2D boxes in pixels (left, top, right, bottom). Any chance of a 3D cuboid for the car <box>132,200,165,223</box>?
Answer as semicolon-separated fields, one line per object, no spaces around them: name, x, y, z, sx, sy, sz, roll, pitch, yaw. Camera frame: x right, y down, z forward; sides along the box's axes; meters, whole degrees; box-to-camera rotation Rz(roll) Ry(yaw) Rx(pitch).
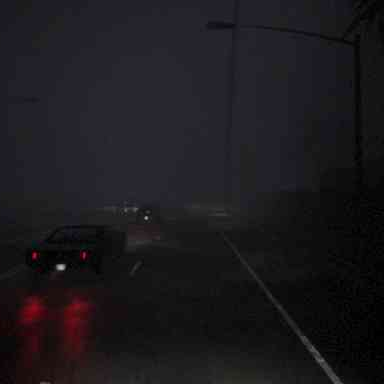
car;-3.431;1.683;27.473;1.837;1.490;4.892;0;0;0

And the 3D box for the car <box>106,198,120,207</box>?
car;-13.147;1.783;57.296;2.128;1.511;4.902;0;0;9

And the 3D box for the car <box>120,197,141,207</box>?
car;-9.817;1.628;55.930;2.097;1.767;4.553;0;0;9

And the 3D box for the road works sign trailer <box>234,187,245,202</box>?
road works sign trailer;11.698;0.619;79.341;2.880;3.560;2.380;-1;0;-43

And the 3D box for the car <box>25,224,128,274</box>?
car;-3.440;1.708;10.980;1.895;1.301;4.718;0;0;0
